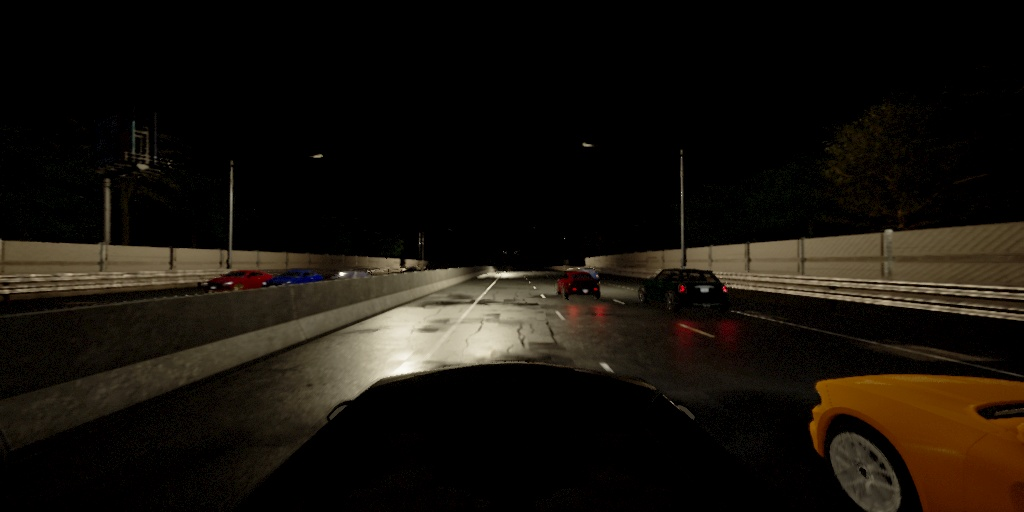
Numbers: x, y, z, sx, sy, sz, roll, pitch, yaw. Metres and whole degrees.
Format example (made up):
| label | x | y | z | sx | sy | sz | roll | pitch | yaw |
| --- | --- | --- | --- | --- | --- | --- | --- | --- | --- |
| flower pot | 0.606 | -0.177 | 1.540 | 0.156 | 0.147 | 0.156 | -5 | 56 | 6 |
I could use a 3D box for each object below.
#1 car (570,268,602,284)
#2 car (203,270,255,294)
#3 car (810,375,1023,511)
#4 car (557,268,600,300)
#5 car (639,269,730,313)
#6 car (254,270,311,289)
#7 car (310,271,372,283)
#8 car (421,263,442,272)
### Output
| label | x | y | z | sx | sy | sz | roll | pitch | yaw |
| --- | --- | --- | --- | --- | --- | --- | --- | --- | --- |
| car | 7.114 | 1.903 | 34.945 | 2.033 | 1.411 | 5.357 | 0 | -1 | 0 |
| car | -17.591 | 1.639 | 23.439 | 1.812 | 1.442 | 4.674 | 0 | -1 | 0 |
| car | 3.600 | 1.221 | 1.141 | 1.882 | 1.535 | 5.008 | 0 | -1 | 0 |
| car | 3.605 | 1.571 | 19.890 | 1.812 | 1.442 | 4.674 | 0 | -1 | 0 |
| car | 7.101 | 1.316 | 15.331 | 2.097 | 1.767 | 4.553 | 0 | -1 | 0 |
| car | -14.102 | 1.639 | 23.446 | 1.812 | 1.442 | 4.674 | 0 | -1 | 0 |
| car | -10.591 | 1.663 | 23.528 | 2.033 | 1.411 | 5.357 | 0 | -1 | 0 |
| car | -13.997 | 2.237 | 63.709 | 2.150 | 2.045 | 5.566 | 0 | -1 | 1 |
